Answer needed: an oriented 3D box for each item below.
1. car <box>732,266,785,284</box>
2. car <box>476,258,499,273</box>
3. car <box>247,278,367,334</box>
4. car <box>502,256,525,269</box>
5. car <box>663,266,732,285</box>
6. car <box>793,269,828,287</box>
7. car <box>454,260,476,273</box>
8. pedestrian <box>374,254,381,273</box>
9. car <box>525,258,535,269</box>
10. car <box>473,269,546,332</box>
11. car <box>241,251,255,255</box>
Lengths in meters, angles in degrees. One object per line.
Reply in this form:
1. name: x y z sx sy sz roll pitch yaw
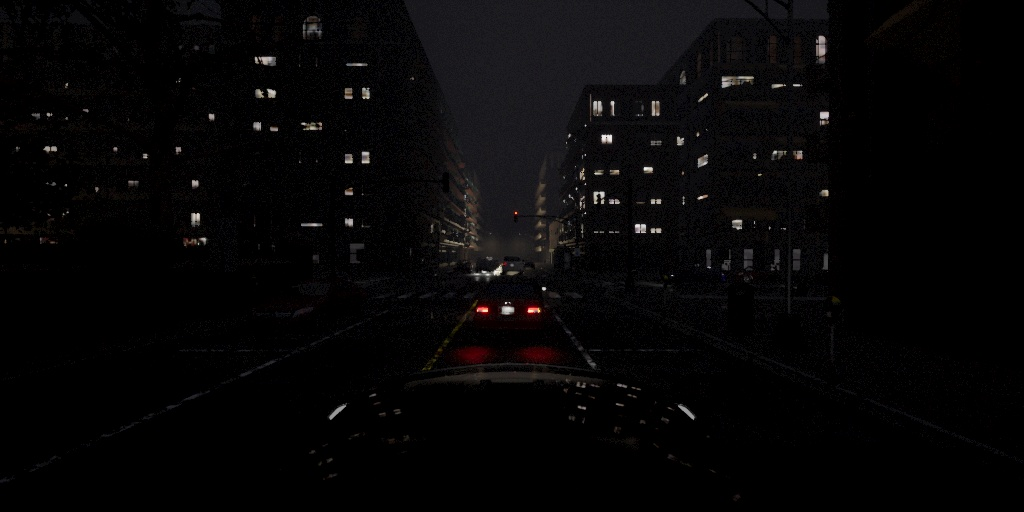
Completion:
1. car: 21.293 1.571 31.541 4.097 1.591 1.967 0 0 -1
2. car: -3.191 1.296 43.301 2.033 1.411 5.357 0 0 4
3. car: -5.713 1.331 10.613 1.802 1.307 4.207 0 0 0
4. car: 0.061 0.970 38.422 2.150 2.045 5.566 0 0 1
5. car: 14.598 1.552 28.877 4.674 1.442 1.812 1 0 -1
6. car: 24.905 1.810 29.033 4.718 1.301 1.895 1 0 -1
7. car: -5.810 1.188 43.023 1.967 1.591 4.097 0 0 0
8. pedestrian: -12.807 0.652 33.995 0.375 1.860 0.375 0 -1 -1
9. car: 2.536 1.299 54.320 2.007 1.370 4.403 0 0 0
10. car: 0.052 1.297 10.826 2.033 1.411 5.357 0 0 3
11. car: -17.606 0.695 25.187 5.566 2.045 2.150 1 0 -1
